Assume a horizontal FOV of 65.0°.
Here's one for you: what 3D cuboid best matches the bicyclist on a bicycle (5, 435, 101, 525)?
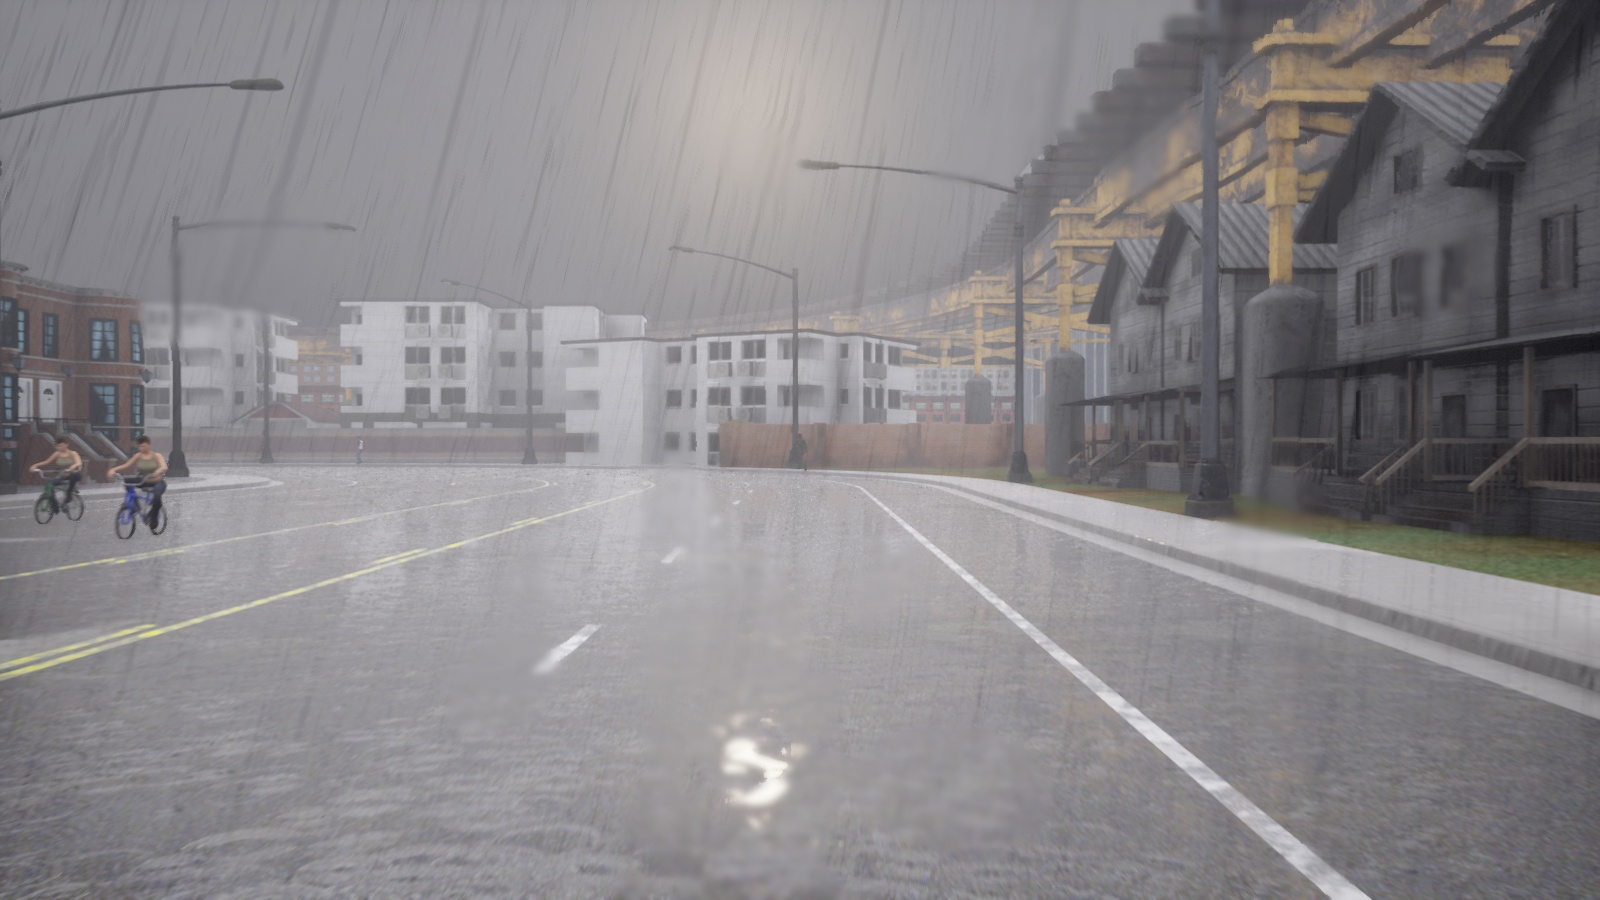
[{"bbox_3d":[-13.844,0.540,23.321,0.866,1.612,1.509,0,0,1],"label":"bicyclist on a bicycle"}]

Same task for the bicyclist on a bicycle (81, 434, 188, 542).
[{"bbox_3d":[-10.370,0.564,19.622,0.866,1.612,1.509,0,0,0],"label":"bicyclist on a bicycle"}]

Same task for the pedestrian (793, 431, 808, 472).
[{"bbox_3d":[0.017,0.063,60.123,0.395,1.930,0.692,0,0,-30],"label":"pedestrian"}]
